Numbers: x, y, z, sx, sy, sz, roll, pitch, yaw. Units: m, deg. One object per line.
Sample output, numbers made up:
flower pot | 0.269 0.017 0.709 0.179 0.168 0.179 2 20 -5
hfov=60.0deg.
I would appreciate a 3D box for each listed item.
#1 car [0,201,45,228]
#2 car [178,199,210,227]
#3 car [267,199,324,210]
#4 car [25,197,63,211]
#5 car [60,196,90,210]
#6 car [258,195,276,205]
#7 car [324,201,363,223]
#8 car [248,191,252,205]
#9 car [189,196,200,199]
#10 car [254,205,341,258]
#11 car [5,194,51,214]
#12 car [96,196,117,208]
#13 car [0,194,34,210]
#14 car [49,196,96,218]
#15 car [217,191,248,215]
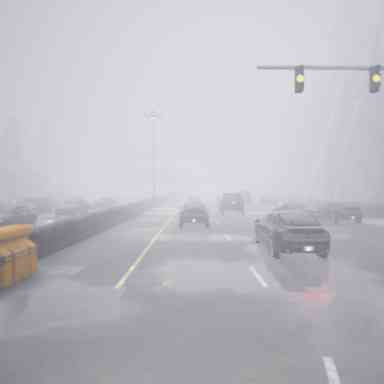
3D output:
car | -10.494 1.463 18.972 1.812 1.442 4.674 0 0 0
car | 0.136 1.426 22.093 1.837 1.490 4.892 0 0 0
car | 7.142 1.461 23.604 2.033 1.411 5.357 0 0 0
car | -17.340 1.315 39.254 2.033 1.411 5.357 0 1 0
car | -13.837 1.267 39.636 1.837 1.490 4.892 0 1 0
car | 10.825 1.200 47.422 2.033 1.411 5.357 0 1 0
car | 10.651 1.414 24.376 1.837 1.490 4.892 0 0 0
car | 7.334 0.855 48.577 2.150 2.045 5.566 0 1 0
car | 0.309 1.230 45.493 2.033 1.411 5.357 0 1 0
car | 3.602 1.479 12.677 1.837 1.490 4.892 0 0 0
car | -13.918 1.228 29.238 2.097 1.767 4.553 0 1 0
car | -10.335 1.238 39.804 1.882 1.535 5.008 0 1 0
car | -20.838 1.117 39.440 2.097 1.767 4.553 0 1 0
car | -10.417 1.353 29.374 1.882 1.535 5.008 0 1 0
car | 3.706 1.071 32.281 2.150 2.045 5.566 0 1 0
